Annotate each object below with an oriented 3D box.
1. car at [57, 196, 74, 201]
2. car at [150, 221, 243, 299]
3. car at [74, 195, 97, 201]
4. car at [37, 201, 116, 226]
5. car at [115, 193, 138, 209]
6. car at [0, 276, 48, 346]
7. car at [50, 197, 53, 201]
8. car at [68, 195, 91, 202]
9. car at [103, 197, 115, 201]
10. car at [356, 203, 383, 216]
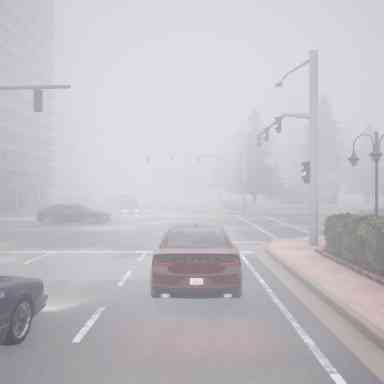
[{"bbox_3d":[-27.152,1.540,73.161,5.357,1.411,2.033,0,0,24],"label":"car"},{"bbox_3d":[0.094,1.478,8.536,1.882,1.535,5.008,0,0,0],"label":"car"},{"bbox_3d":[-20.128,1.491,64.091,4.902,1.511,2.128,0,0,43],"label":"car"},{"bbox_3d":[-8.125,1.551,23.077,4.892,1.490,1.837,0,0,0],"label":"car"},{"bbox_3d":[-9.042,1.221,46.690,2.150,2.045,5.566,0,0,-20],"label":"car"},{"bbox_3d":[-3.428,1.547,3.309,2.033,1.411,5.357,0,0,0],"label":"car"},{"bbox_3d":[-35.598,1.468,79.847,4.181,1.385,1.994,0,0,9],"label":"car"},{"bbox_3d":[-25.773,1.478,76.370,5.008,1.535,1.882,0,0,24],"label":"car"},{"bbox_3d":[-13.414,1.547,56.041,2.033,1.411,5.357,0,0,-33],"label":"car"},{"bbox_3d":[15.618,1.581,26.570,4.674,1.442,1.812,0,0,0],"label":"car"}]
